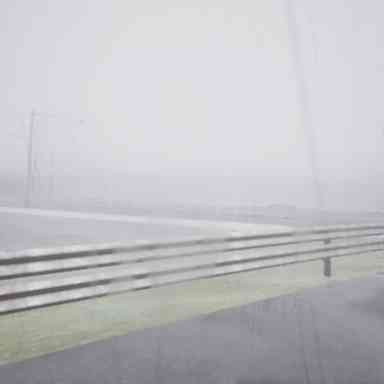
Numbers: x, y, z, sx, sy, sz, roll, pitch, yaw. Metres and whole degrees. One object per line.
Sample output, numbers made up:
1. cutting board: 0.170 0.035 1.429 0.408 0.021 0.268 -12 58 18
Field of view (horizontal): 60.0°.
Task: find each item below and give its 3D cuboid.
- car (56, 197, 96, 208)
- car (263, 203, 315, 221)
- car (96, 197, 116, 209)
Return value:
1. car: -15.222 1.402 42.845 4.718 1.301 1.895 2 -2 27
2. car: 8.760 1.881 30.187 4.553 1.767 2.097 2 -2 13
3. car: -12.637 1.477 45.465 5.008 1.535 1.882 1 -2 27
